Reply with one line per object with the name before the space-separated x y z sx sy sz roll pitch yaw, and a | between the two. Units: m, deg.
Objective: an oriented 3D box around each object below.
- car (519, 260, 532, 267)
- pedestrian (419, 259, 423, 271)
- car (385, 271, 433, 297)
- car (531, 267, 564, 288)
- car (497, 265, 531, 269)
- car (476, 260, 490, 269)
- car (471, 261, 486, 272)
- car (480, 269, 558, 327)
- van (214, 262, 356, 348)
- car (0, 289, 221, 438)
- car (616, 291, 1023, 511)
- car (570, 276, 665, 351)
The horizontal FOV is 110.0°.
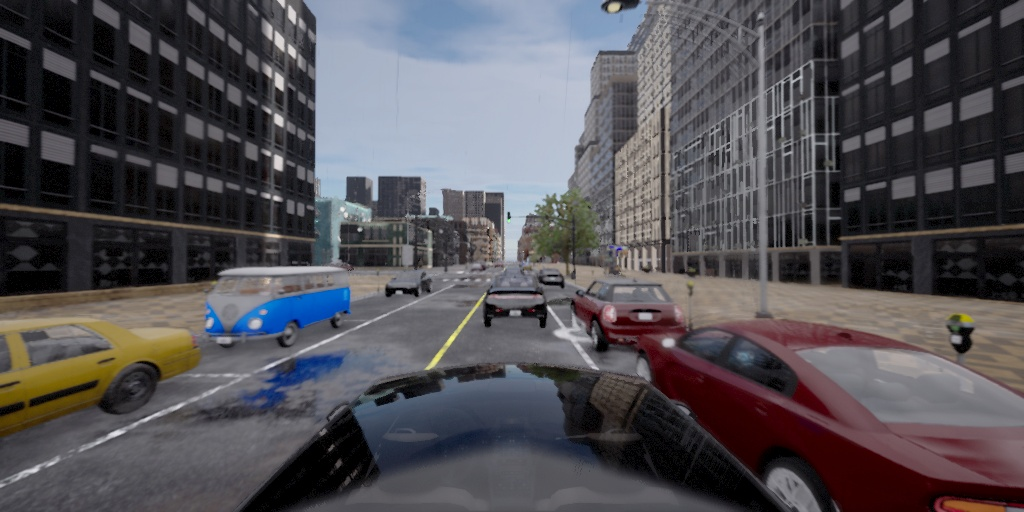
car | 2.683 1.886 63.994 1.751 1.417 4.829 0 0 0
pedestrian | -12.755 1.263 50.286 0.375 1.860 0.375 0 -2 -1
car | -5.692 1.498 20.257 1.948 1.339 4.313 0 0 0
car | 2.688 1.553 25.797 1.948 1.339 4.313 0 0 0
car | 0.097 1.558 26.585 1.994 1.385 4.181 0 -1 0
car | -5.698 1.675 63.821 2.192 1.841 5.009 0 0 0
car | -5.697 1.888 58.270 1.802 1.307 4.207 0 0 0
car | 0.095 1.337 11.860 2.128 1.511 4.902 0 -1 0
van | -5.691 1.164 9.179 1.690 1.789 3.998 0 0 0
car | -5.690 1.294 3.470 1.751 1.417 4.829 0 0 0
car | 2.690 1.314 3.641 1.888 1.381 4.507 0 0 0
car | 2.690 1.263 9.180 1.967 1.591 4.097 0 0 0
